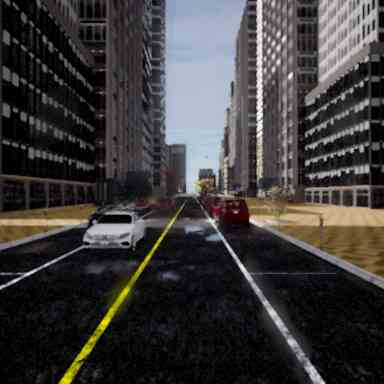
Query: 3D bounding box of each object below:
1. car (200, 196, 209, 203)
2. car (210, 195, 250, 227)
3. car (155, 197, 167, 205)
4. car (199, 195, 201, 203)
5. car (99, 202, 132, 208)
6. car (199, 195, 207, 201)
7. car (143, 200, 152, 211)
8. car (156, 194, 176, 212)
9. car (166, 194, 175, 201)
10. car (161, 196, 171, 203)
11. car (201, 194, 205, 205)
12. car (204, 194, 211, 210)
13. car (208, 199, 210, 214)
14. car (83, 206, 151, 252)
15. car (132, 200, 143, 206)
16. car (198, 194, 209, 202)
[{"bbox_3d":[2.671,1.617,72.670,1.947,1.339,4.313,0,0,0],"label":"car"},{"bbox_3d":[2.688,1.333,22.816,2.192,1.841,5.009,0,0,0],"label":"car"},{"bbox_3d":[-5.705,1.629,61.588,1.802,1.307,4.206,0,0,0],"label":"car"},{"bbox_3d":[2.677,1.591,56.052,2.008,1.369,4.403,0,0,0],"label":"car"},{"bbox_3d":[-5.693,1.587,22.813,1.947,1.339,4.313,0,0,0],"label":"car"},{"bbox_3d":[2.668,1.497,83.749,1.967,1.590,4.097,0,0,0],"label":"car"},{"bbox_3d":[-5.698,1.614,39.431,1.802,1.307,4.206,0,0,0],"label":"car"},{"bbox_3d":[-3.012,1.394,39.278,2.097,1.767,4.553,0,0,0],"label":"car"},{"bbox_3d":[-5.714,1.379,89.285,2.192,1.841,5.009,0,0,0],"label":"car"},{"bbox_3d":[-5.709,1.636,72.667,1.802,1.307,4.206,0,0,0],"label":"car"},{"bbox_3d":[2.682,1.348,44.974,2.192,1.841,5.009,0,0,0],"label":"car"},{"bbox_3d":[2.685,1.340,33.896,2.192,1.841,5.009,0,0,0],"label":"car"},{"bbox_3d":[2.686,1.566,28.355,1.887,1.381,4.507,0,0,0],"label":"car"},{"bbox_3d":[-3.089,1.539,14.131,1.812,1.442,4.674,0,0,0],"label":"car"},{"bbox_3d":[-5.695,1.576,28.352,2.008,1.369,4.403,0,0,0],"label":"car"},{"bbox_3d":[2.671,1.369,78.209,2.192,1.841,5.009,0,0,0],"label":"car"}]
